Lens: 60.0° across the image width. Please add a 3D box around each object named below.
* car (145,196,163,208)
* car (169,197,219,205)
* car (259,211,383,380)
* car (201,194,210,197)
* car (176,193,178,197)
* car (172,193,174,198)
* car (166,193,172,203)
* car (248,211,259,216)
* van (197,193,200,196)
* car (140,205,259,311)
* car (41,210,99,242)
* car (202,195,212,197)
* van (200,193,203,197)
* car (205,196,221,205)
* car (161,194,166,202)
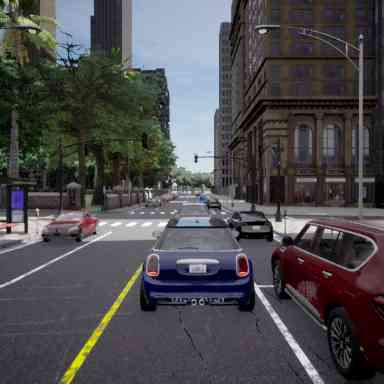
[{"bbox_3d":[-5.791,1.529,48.140,2.008,1.369,4.403,0,0,0],"label":"car"},{"bbox_3d":[0.091,1.348,17.449,2.097,1.767,4.553,0,0,0],"label":"car"},{"bbox_3d":[2.755,1.314,5.417,2.192,1.841,5.009,0,0,0],"label":"car"},{"bbox_3d":[2.731,1.499,53.715,1.752,1.417,4.829,0,0,0],"label":"car"},{"bbox_3d":[-5.814,1.239,91.502,2.192,1.841,5.009,0,0,0],"label":"car"},{"bbox_3d":[-5.806,1.264,75.242,2.192,1.841,5.009,0,0,0],"label":"car"},{"bbox_3d":[-5.803,1.396,69.821,1.967,1.590,4.097,0,0,0],"label":"car"},{"bbox_3d":[2.750,1.562,16.267,1.947,1.339,4.313,0,0,0],"label":"car"},{"bbox_3d":[2.717,1.282,80.647,1.690,1.788,3.998,0,0,0],"label":"van"},{"bbox_3d":[0.098,1.351,7.915,2.097,1.767,4.553,0,0,0],"label":"car"},{"bbox_3d":[-5.775,1.578,16.281,1.802,1.307,4.206,0,0,0],"label":"car"},{"bbox_3d":[2.734,1.544,48.125,1.947,1.339,4.313,0,0,0],"label":"car"},{"bbox_3d":[2.728,1.310,58.965,1.690,1.788,3.998,0,0,0],"label":"van"},{"bbox_3d":[2.737,1.548,42.704,1.947,1.339,4.313,0,0,0],"label":"car"},{"bbox_3d":[-5.795,1.414,53.560,1.967,1.590,4.097,0,0,0],"label":"car"}]
